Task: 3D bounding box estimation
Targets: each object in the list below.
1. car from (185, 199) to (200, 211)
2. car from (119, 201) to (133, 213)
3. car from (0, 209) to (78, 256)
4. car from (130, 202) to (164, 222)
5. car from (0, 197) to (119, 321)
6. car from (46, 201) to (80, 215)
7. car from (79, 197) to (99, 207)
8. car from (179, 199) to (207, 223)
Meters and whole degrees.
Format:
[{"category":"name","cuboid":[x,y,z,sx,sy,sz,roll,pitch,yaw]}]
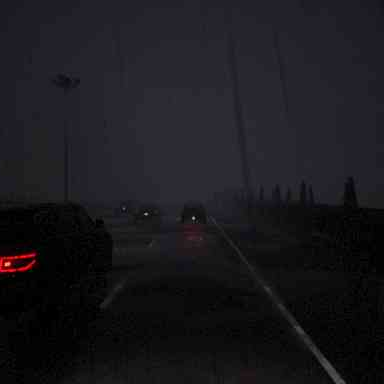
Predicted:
[{"category":"car","cuboid":[0.111,1.630,42.751,1.812,1.442,4.674,0,0,0]},{"category":"car","cuboid":[-6.891,1.642,35.676,1.994,1.385,4.181,0,0,0]},{"category":"car","cuboid":[-6.896,1.566,14.394,2.033,1.411,5.357,0,0,0]},{"category":"car","cuboid":[-3.393,1.612,26.656,1.994,1.385,4.181,0,0,0]},{"category":"car","cuboid":[-3.398,1.230,7.440,2.150,2.045,5.566,0,0,0]},{"category":"car","cuboid":[-14.055,1.681,36.506,1.895,1.301,4.718,0,0,0]},{"category":"car","cuboid":[-17.485,1.711,56.725,1.837,1.490,4.892,0,0,0]},{"category":"car","cuboid":[0.106,1.553,25.548,1.837,1.490,4.892,0,0,0]}]
